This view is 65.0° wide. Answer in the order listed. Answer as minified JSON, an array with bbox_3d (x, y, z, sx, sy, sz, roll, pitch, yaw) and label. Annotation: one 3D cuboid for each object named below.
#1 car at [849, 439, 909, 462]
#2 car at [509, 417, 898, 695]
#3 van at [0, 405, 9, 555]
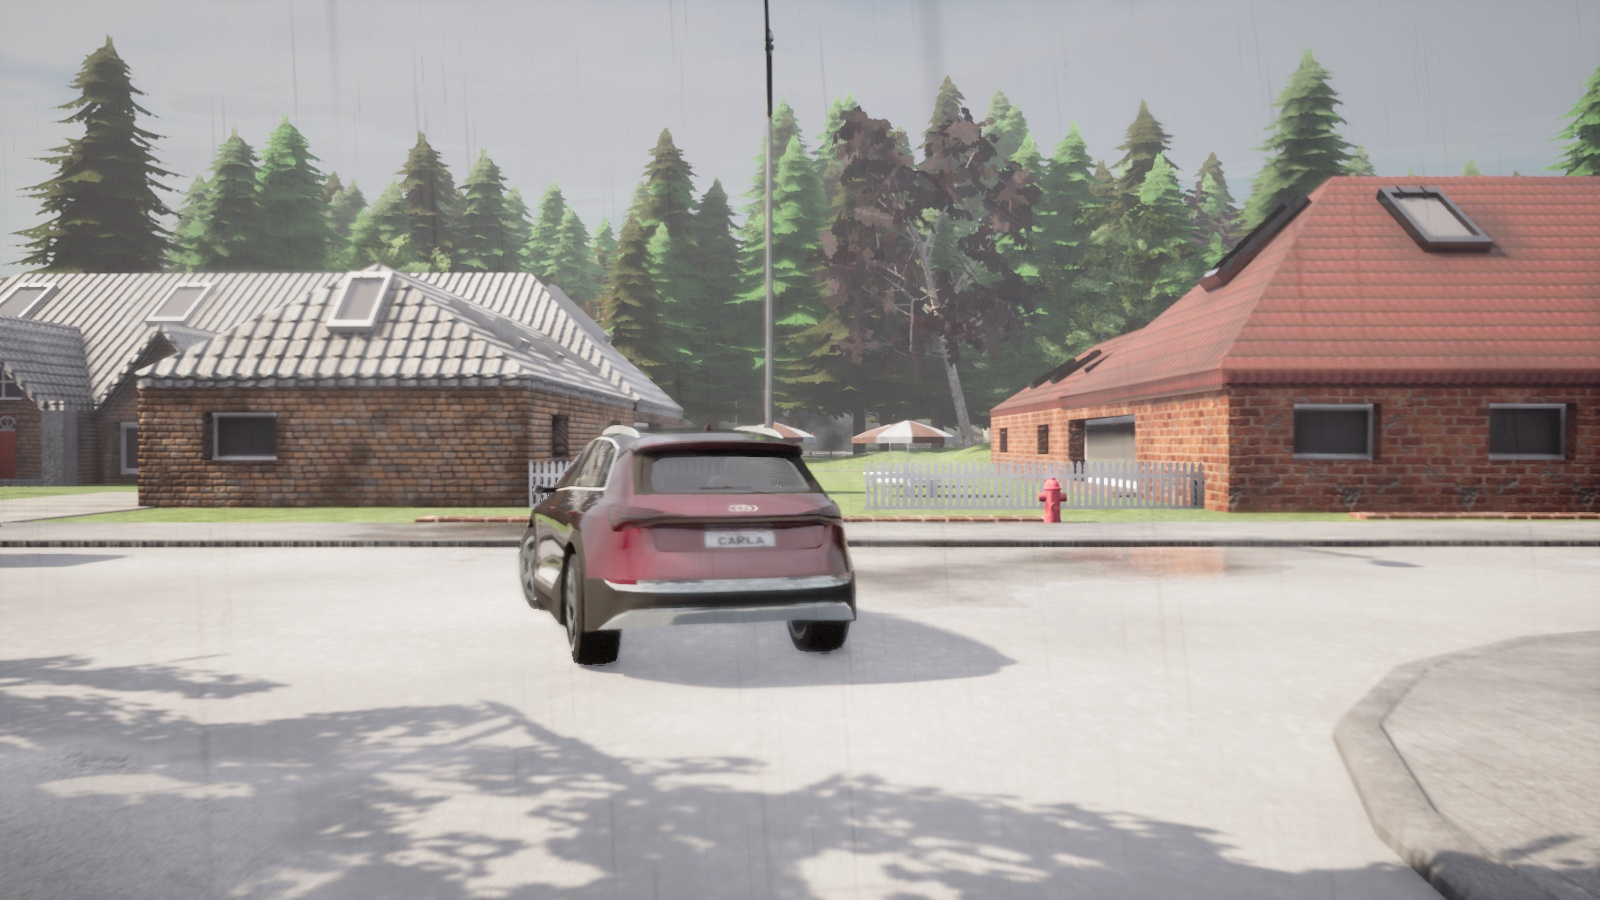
[{"bbox_3d":[6.162,0.059,98.027,4.553,1.767,2.097,0,0,0],"label":"car"},{"bbox_3d":[-1.086,0.619,10.059,2.033,1.649,4.856,0,0,-18],"label":"car"},{"bbox_3d":[-12.805,0.399,15.948,4.442,1.987,1.775,0,0,3],"label":"van"}]
